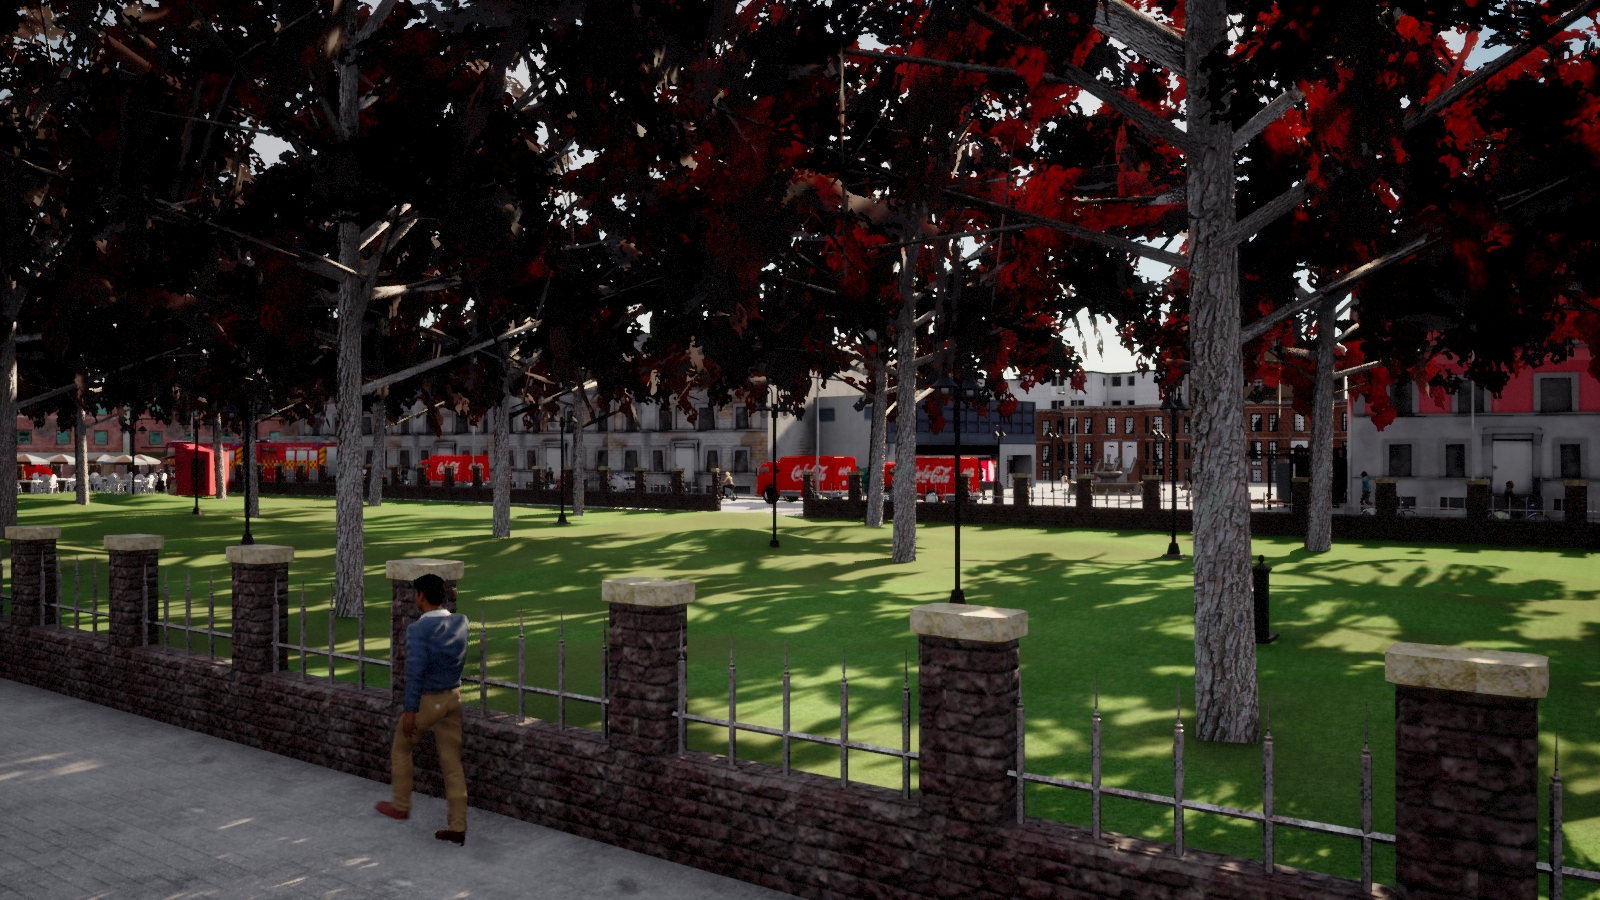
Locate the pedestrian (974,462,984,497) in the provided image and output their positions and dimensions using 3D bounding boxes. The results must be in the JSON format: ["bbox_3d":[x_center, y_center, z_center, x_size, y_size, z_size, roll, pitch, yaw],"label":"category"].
[{"bbox_3d":[9.511,1.573,60.644,0.375,1.860,0.375,0,0,36],"label":"pedestrian"}]

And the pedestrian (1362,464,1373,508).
[{"bbox_3d":[24.056,1.522,48.432,0.375,1.860,0.375,0,0,28],"label":"pedestrian"}]

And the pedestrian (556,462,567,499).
[{"bbox_3d":[-11.972,1.522,57.441,0.375,1.860,0.375,0,0,35],"label":"pedestrian"}]

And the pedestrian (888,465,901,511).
[{"bbox_3d":[3.841,1.525,46.315,0.375,1.860,0.375,0,0,35],"label":"pedestrian"}]

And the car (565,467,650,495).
[{"bbox_3d":[-11.432,1.827,67.802,4.902,1.511,2.128,0,0,35],"label":"car"}]

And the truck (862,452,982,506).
[{"bbox_3d":[5.913,1.348,55.621,5.204,2.467,2.627,0,0,35],"label":"truck"}]

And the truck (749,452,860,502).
[{"bbox_3d":[0.205,1.348,59.637,5.204,2.467,2.627,0,0,35],"label":"truck"}]

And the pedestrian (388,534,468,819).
[{"bbox_3d":[-2.561,1.526,7.871,0.375,1.860,0.375,0,0,35],"label":"pedestrian"}]
